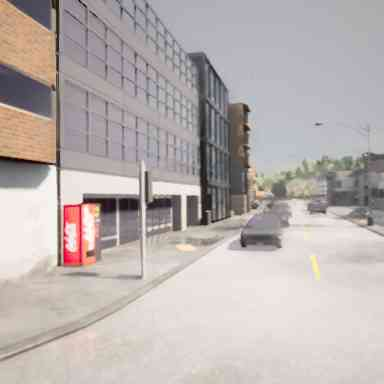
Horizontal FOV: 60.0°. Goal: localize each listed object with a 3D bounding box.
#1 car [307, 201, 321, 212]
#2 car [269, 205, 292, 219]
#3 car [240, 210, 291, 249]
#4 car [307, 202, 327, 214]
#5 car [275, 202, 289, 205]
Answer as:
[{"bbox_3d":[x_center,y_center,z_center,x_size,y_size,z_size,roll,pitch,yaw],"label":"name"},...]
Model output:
[{"bbox_3d":[19.529,2.268,53.287,1.882,1.535,5.008,-1,-1,17],"label":"car"},{"bbox_3d":[6.599,2.001,25.960,1.994,1.385,4.181,-1,-1,18],"label":"car"},{"bbox_3d":[3.658,1.838,16.557,2.033,1.411,5.357,-1,-1,17],"label":"car"},{"bbox_3d":[16.568,2.207,43.817,1.994,1.385,4.181,-1,-1,18],"label":"car"},{"bbox_3d":[9.643,1.939,35.662,2.097,1.767,4.553,-1,-1,18],"label":"car"}]
